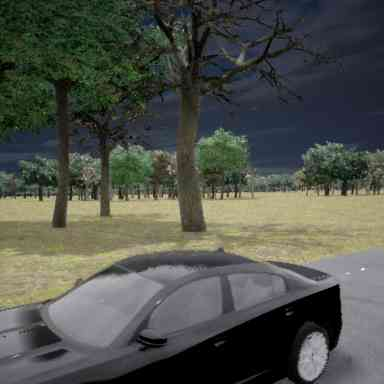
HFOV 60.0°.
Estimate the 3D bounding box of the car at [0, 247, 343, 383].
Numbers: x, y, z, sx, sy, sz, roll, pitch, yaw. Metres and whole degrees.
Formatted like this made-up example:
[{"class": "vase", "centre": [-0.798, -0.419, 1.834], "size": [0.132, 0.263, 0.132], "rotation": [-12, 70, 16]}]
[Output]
[{"class": "car", "centre": [-0.307, 1.476, 3.776], "size": [5.008, 1.535, 1.882], "rotation": [0, 0, -36]}]
